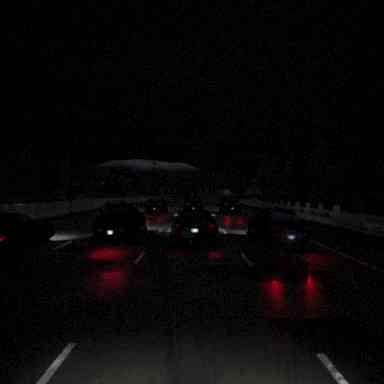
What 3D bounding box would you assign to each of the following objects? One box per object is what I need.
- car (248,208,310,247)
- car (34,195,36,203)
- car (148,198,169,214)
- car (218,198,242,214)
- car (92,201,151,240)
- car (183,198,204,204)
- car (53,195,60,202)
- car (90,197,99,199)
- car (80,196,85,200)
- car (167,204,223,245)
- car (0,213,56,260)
[{"bbox_3d":[3.614,1.429,14.379,1.812,1.442,4.674,0,0,0],"label":"car"},{"bbox_3d":[-27.938,1.336,59.679,2.128,1.511,4.902,0,-1,0],"label":"car"},{"bbox_3d":[-3.361,1.275,32.342,2.128,1.511,4.902,0,0,0],"label":"car"},{"bbox_3d":[3.639,1.276,32.328,2.128,1.511,4.902,0,0,0],"label":"car"},{"bbox_3d":[-3.382,1.395,16.166,1.837,1.490,4.892,0,0,0],"label":"car"},{"bbox_3d":[0.139,1.276,32.333,2.128,1.511,4.902,0,0,0],"label":"car"},{"bbox_3d":[-24.428,1.080,62.080,2.150,2.045,5.566,0,0,0],"label":"car"},{"bbox_3d":[-17.431,1.414,62.737,2.033,1.411,5.357,0,-1,0],"label":"car"},{"bbox_3d":[-20.923,1.356,64.243,1.882,1.535,5.008,0,0,0],"label":"car"},{"bbox_3d":[0.116,1.462,15.018,1.994,1.385,4.181,0,0,0],"label":"car"},{"bbox_3d":[-6.887,1.465,12.069,2.033,1.411,5.357,0,0,0],"label":"car"}]
